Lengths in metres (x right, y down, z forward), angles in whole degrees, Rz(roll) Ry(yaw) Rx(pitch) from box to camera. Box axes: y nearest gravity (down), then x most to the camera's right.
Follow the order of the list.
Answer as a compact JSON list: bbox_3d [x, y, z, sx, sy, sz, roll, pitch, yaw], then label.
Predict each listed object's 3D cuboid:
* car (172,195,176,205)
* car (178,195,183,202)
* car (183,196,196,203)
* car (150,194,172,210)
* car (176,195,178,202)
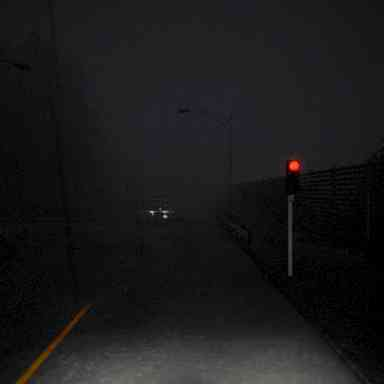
[{"bbox_3d":[-4.221,1.352,53.763,2.097,1.767,4.553,0,0,0],"label":"car"},{"bbox_3d":[-3.905,1.500,77.012,4.892,1.490,1.837,0,0,40],"label":"car"},{"bbox_3d":[-0.280,1.526,67.646,1.812,1.442,4.674,0,0,-5],"label":"car"},{"bbox_3d":[-4.209,1.221,43.912,2.150,2.045,5.566,0,0,0],"label":"car"},{"bbox_3d":[-4.193,1.525,63.957,1.812,1.442,4.674,0,0,0],"label":"car"}]
